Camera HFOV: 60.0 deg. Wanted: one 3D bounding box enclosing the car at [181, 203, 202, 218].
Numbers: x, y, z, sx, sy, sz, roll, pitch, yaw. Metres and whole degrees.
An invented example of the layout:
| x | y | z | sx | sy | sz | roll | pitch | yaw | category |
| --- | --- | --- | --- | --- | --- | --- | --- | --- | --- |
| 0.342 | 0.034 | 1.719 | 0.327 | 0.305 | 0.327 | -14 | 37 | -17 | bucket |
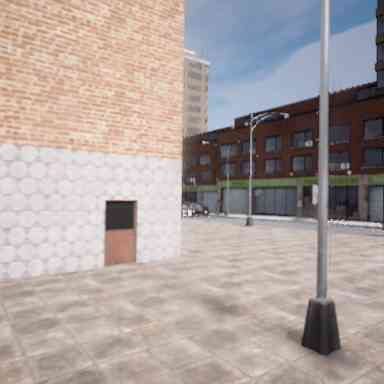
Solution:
| x | y | z | sx | sy | sz | roll | pitch | yaw | category |
| --- | --- | --- | --- | --- | --- | --- | --- | --- | --- |
| -1.601 | 1.853 | 33.811 | 2.128 | 1.511 | 4.902 | 1 | -2 | -35 | car |

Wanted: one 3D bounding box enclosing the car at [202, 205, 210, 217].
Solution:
| x | y | z | sx | sy | sz | roll | pitch | yaw | category |
| --- | --- | --- | --- | --- | --- | --- | --- | --- | --- |
| 0.112 | 1.967 | 36.484 | 1.812 | 1.442 | 4.674 | 1 | -2 | -35 | car |

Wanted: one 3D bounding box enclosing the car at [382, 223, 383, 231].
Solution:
| x | y | z | sx | sy | sz | roll | pitch | yaw | category |
| --- | --- | --- | --- | --- | --- | --- | --- | --- | --- |
| 11.506 | 1.566 | 15.281 | 1.837 | 1.490 | 4.892 | 1 | -2 | -35 | car |
